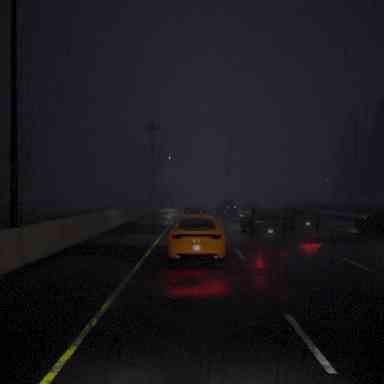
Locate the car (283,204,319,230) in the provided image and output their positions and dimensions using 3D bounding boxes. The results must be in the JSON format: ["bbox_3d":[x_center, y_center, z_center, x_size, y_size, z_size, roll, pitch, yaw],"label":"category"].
[{"bbox_3d":[7.222,1.717,23.075,1.837,1.490,4.892,0,0,0],"label":"car"}]

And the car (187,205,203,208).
[{"bbox_3d":[0.274,1.893,32.549,1.895,1.301,4.718,0,-1,0],"label":"car"}]

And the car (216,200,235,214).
[{"bbox_3d":[3.801,1.699,37.311,2.097,1.767,4.553,0,-1,0],"label":"car"}]

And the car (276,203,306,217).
[{"bbox_3d":[10.797,1.954,36.568,1.895,1.301,4.718,0,-1,0],"label":"car"}]

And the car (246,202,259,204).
[{"bbox_3d":[7.319,1.909,40.249,1.812,1.442,4.674,0,0,0],"label":"car"}]

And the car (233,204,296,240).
[{"bbox_3d":[3.691,1.643,17.941,2.128,1.511,4.902,0,-1,0],"label":"car"}]

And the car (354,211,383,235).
[{"bbox_3d":[10.691,1.710,17.715,2.033,1.411,5.357,0,-1,0],"label":"car"}]

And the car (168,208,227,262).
[{"bbox_3d":[0.161,1.567,12.547,1.882,1.535,5.008,0,-1,0],"label":"car"}]
